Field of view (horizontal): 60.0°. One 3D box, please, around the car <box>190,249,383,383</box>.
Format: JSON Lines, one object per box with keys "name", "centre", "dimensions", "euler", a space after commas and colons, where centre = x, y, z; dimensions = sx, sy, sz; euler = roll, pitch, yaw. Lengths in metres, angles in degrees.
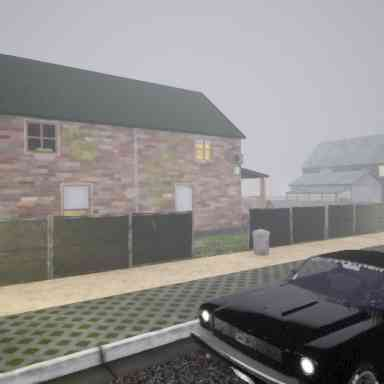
{"name": "car", "centre": [2.329, 1.599, 4.724], "dimensions": [4.718, 1.301, 1.895], "euler": [0, 0, -35]}
